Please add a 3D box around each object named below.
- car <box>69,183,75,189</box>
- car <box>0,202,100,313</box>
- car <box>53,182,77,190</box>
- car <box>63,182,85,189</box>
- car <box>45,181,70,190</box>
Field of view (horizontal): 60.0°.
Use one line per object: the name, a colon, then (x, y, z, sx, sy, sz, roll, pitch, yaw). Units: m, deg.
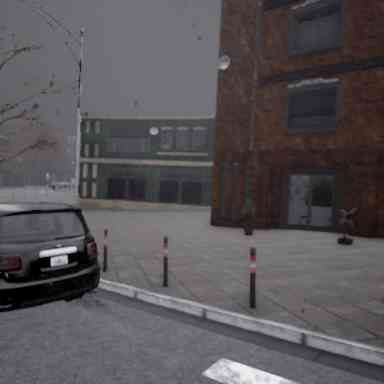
car: (-19.594, -0.538, 61.238, 2.128, 1.511, 4.902, 4, 2, 22)
car: (-4.315, 1.228, 7.189, 5.566, 2.045, 2.150, 0, 0, 38)
car: (-28.000, -1.425, 73.305, 5.008, 1.535, 2.097, 4, 3, 23)
car: (-26.924, -1.447, 75.843, 4.674, 1.452, 2.002, 4, 3, 23)
car: (-29.033, -1.490, 70.741, 4.553, 1.767, 2.185, 4, 3, 23)
